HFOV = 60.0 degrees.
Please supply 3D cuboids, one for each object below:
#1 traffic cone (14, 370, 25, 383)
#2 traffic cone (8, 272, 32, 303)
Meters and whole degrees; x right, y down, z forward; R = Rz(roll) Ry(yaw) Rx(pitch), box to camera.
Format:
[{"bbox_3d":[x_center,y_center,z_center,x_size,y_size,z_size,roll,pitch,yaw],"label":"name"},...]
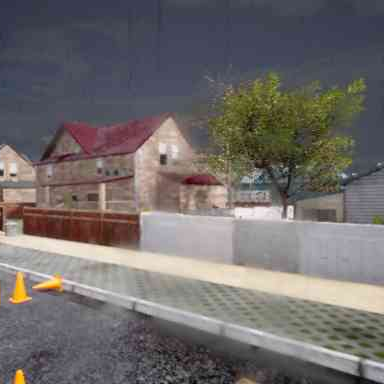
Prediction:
[{"bbox_3d":[-1.624,1.977,3.124,0.340,0.580,0.340,0,-1,36],"label":"traffic cone"},{"bbox_3d":[-3.670,2.002,7.101,0.340,0.580,0.340,0,-1,36],"label":"traffic cone"}]
